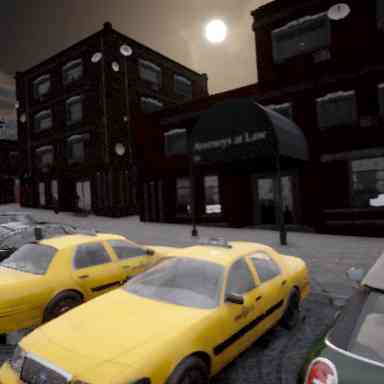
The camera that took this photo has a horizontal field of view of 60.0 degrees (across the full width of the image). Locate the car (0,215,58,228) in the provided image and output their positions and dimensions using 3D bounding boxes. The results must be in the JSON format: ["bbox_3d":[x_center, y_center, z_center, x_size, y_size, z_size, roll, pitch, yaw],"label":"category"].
[{"bbox_3d":[-4.579,1.548,8.613,2.231,1.521,4.892,-1,0,36],"label":"car"}]

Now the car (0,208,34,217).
[{"bbox_3d":[-6.852,1.441,10.272,2.185,1.767,4.553,0,0,36],"label":"car"}]

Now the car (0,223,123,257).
[{"bbox_3d":[-1.985,1.522,6.975,1.946,1.575,5.366,-1,0,36],"label":"car"}]

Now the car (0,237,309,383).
[{"bbox_3d":[0.188,1.501,4.961,1.946,1.575,5.366,0,0,36],"label":"car"}]
